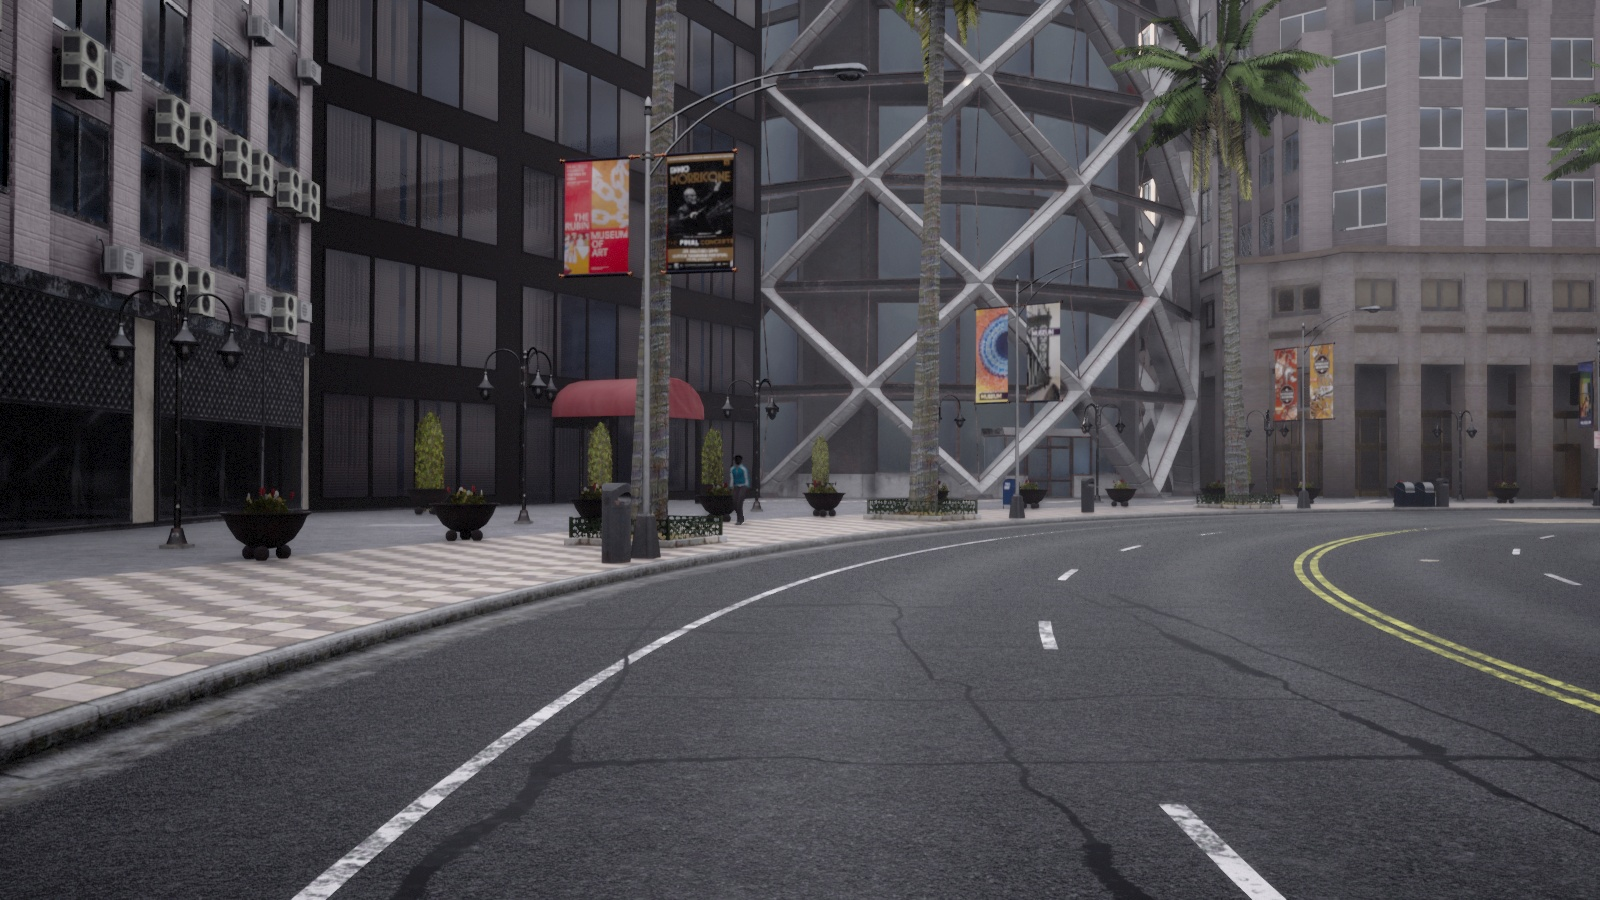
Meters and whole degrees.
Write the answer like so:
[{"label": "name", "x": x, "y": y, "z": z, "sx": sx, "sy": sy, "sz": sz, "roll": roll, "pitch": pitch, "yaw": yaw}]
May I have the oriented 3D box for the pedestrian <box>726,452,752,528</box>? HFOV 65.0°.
[{"label": "pedestrian", "x": -1.566, "y": 1.020, "z": 32.199, "sx": 0.396, "sy": 1.930, "sz": 0.692, "roll": -1, "pitch": -1, "yaw": 24}]
